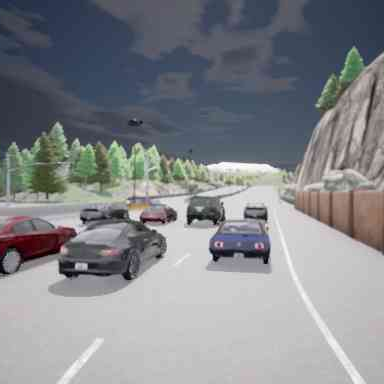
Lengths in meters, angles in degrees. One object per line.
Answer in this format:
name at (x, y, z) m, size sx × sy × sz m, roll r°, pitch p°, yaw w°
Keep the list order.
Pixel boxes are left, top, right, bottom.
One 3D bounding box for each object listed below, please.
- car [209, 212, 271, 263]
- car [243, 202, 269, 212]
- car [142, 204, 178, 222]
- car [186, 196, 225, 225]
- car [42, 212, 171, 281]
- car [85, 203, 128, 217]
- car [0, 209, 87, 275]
car at (1.868, 1.640, 12.188) m, size 1.895 × 1.301 × 4.718 m, roll 0°, pitch 0°, yaw 12°
car at (5.213, 1.584, 27.097) m, size 2.128 × 1.511 × 4.902 m, roll 0°, pitch 0°, yaw 13°
car at (-2.418, 1.621, 25.066) m, size 1.994 × 1.385 × 4.181 m, roll 0°, pitch 0°, yaw 13°
car at (1.100, 1.292, 24.796) m, size 2.150 × 2.045 × 5.566 m, roll 0°, pitch 0°, yaw 13°
car at (-2.141, 1.544, 9.906) m, size 1.812 × 1.442 × 4.674 m, roll 0°, pitch 0°, yaw 10°
car at (-6.224, 1.532, 24.120) m, size 2.128 × 1.511 × 4.902 m, roll 0°, pitch 0°, yaw 13°
car at (-5.555, 1.485, 10.620) m, size 1.882 × 1.535 × 5.008 m, roll 0°, pitch 0°, yaw 10°
